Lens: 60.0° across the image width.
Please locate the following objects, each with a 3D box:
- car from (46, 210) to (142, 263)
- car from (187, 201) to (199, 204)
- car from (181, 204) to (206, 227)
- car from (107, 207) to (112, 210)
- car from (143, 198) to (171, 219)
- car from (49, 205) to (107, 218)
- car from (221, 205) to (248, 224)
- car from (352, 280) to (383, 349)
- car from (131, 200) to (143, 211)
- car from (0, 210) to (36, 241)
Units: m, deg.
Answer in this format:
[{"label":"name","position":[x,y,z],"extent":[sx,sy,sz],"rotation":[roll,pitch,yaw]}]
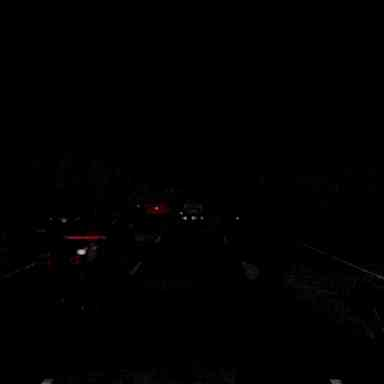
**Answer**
[{"label":"car","position":[-3.404,1.662,12.672],"extent":[2.128,1.511,4.902],"rotation":[0,-1,0]},{"label":"car","position":[0.076,1.866,38.663],"extent":[2.097,1.767,4.553],"rotation":[0,-1,0]},{"label":"car","position":[0.093,1.891,25.724],"extent":[2.033,1.411,5.357],"rotation":[0,-1,0]},{"label":"car","position":[-10.420,2.101,37.688],"extent":[1.895,1.301,4.718],"rotation":[0,-1,0]},{"label":"car","position":[-3.412,1.685,34.730],"extent":[2.150,2.045,5.566],"rotation":[0,-1,0]},{"label":"car","position":[-6.907,1.618,20.072],"extent":[2.097,1.767,4.553],"rotation":[0,-1,0]},{"label":"car","position":[3.589,1.875,28.603],"extent":[2.128,1.511,4.902],"rotation":[0,-1,0]},{"label":"car","position":[3.597,1.649,3.444],"extent":[1.895,1.301,4.718],"rotation":[0,-1,0]},{"label":"car","position":[-6.949,1.954,45.389],"extent":[2.097,1.767,4.553],"rotation":[0,-1,0]},{"label":"car","position":[-10.406,1.749,18.306],"extent":[1.837,1.490,4.892],"rotation":[0,0,0]}]
